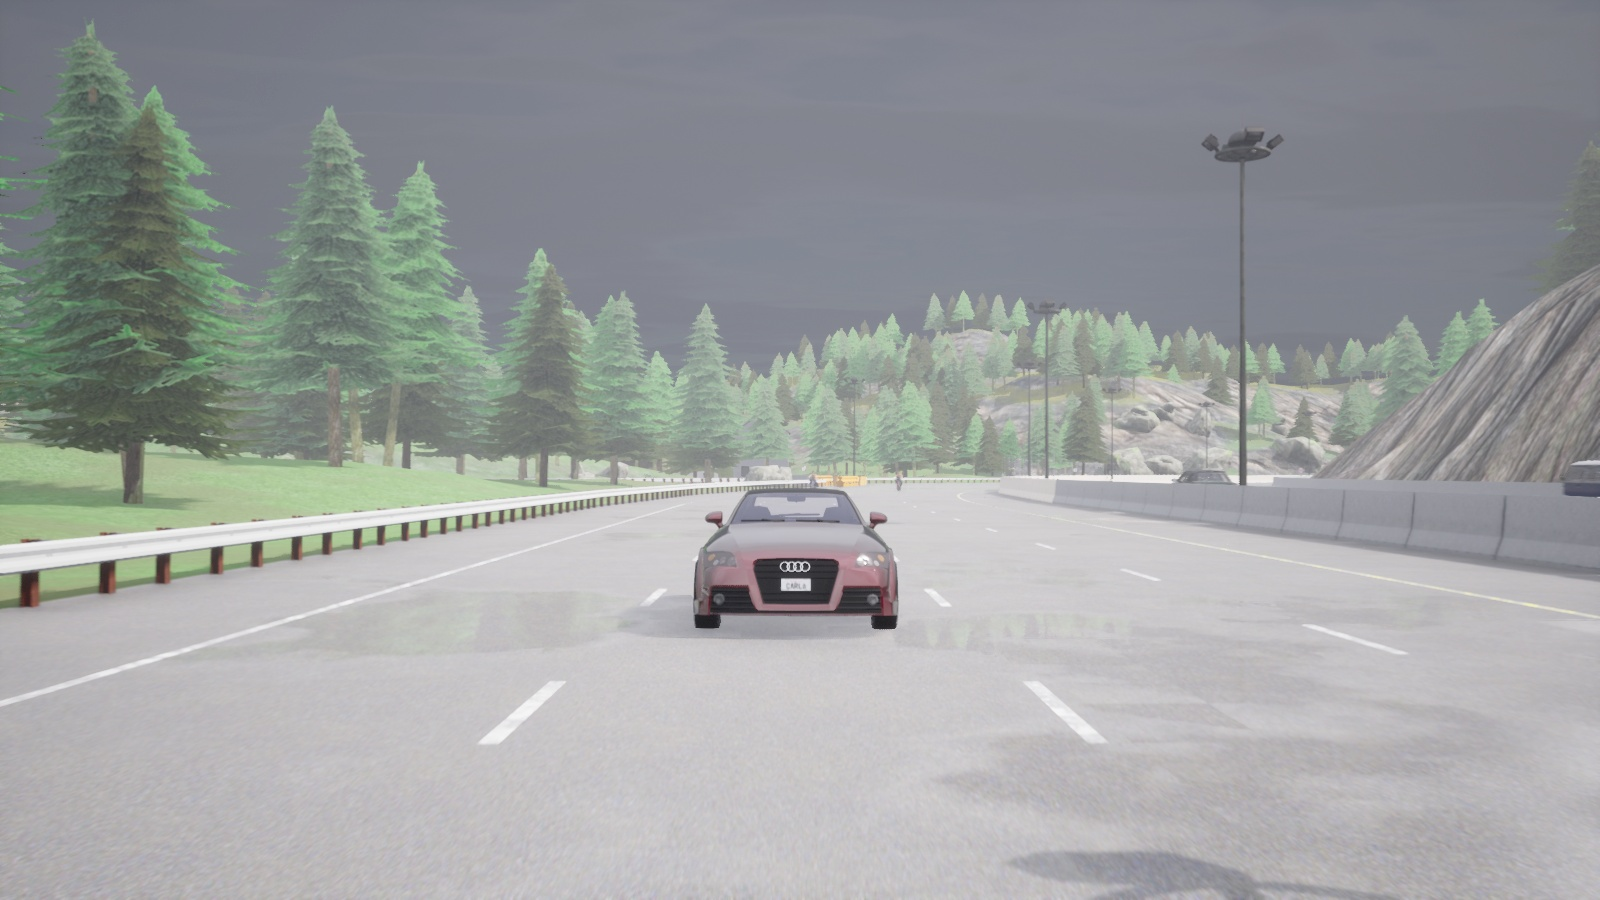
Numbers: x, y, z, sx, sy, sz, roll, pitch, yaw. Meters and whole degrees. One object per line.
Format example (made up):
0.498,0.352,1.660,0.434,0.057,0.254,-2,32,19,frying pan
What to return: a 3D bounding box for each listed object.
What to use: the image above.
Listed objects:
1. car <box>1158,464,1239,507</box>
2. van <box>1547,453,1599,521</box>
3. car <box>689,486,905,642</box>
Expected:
17.374,1.523,54.936,2.097,1.767,4.553,0,-1,0,car
24.408,1.094,37.290,1.775,1.987,4.442,0,-1,0,van
-0.033,1.108,13.699,1.994,1.385,4.181,0,-1,0,car
